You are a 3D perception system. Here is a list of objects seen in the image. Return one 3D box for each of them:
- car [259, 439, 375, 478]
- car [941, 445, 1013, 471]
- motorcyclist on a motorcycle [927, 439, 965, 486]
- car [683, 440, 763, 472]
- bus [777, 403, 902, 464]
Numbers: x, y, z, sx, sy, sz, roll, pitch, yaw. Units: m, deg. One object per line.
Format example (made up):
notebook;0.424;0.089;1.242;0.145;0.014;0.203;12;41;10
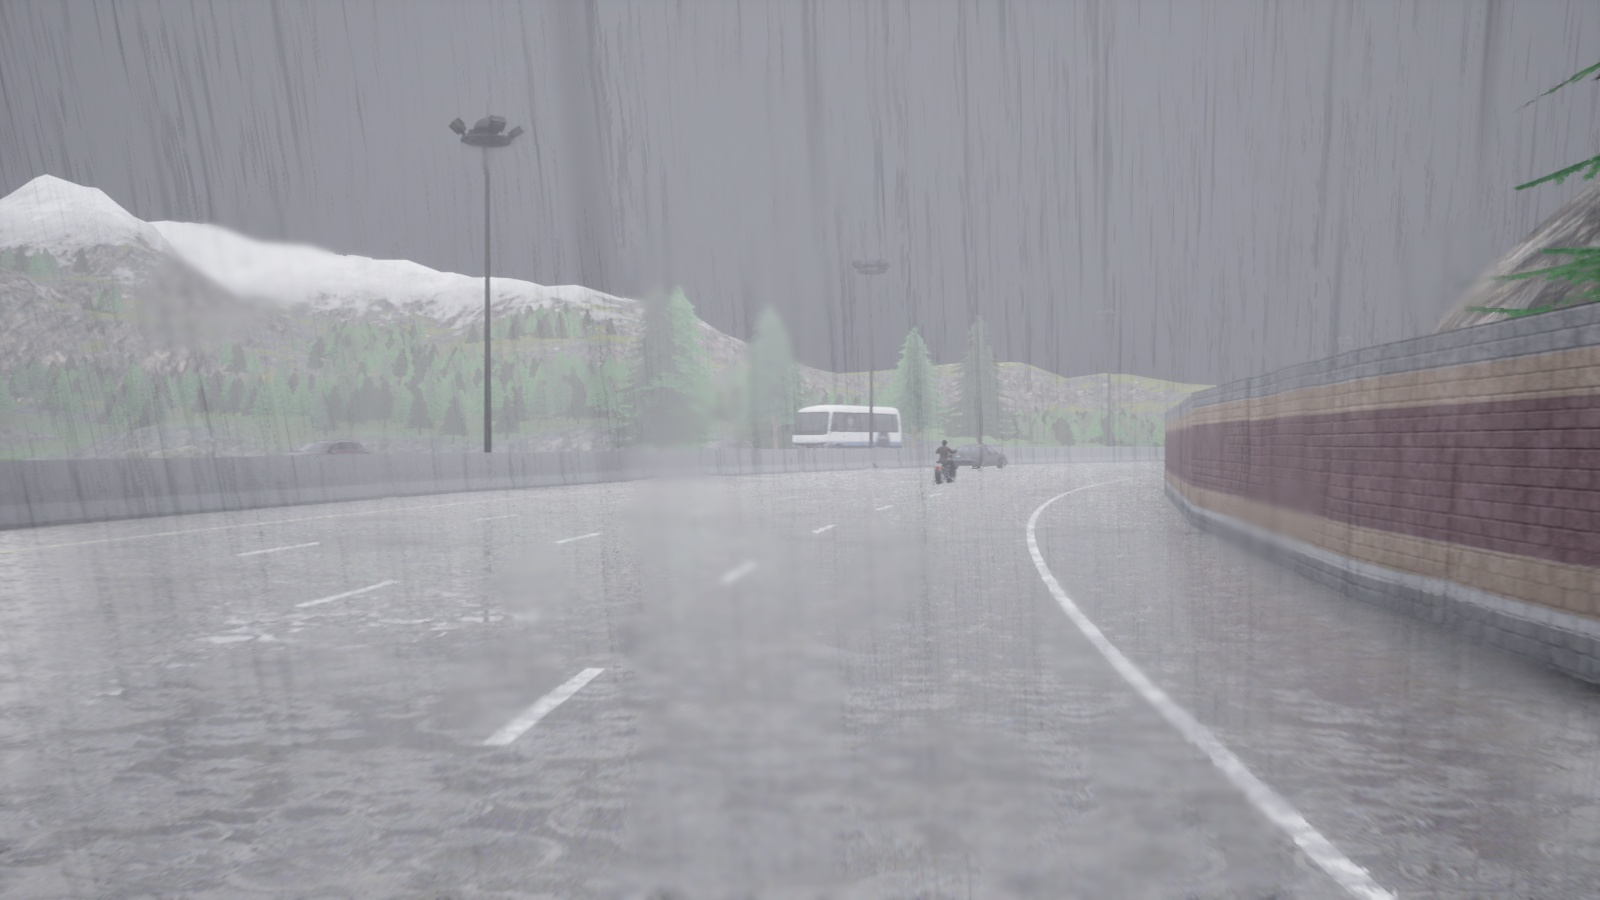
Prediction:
car;-21.064;0.341;55.015;2.033;1.649;4.856;0;0;21
car;10.095;0.404;71.348;2.033;1.411;5.357;0;0;32
motorcyclist on a motorcycle;5.337;0.445;45.763;0.766;1.649;2.350;1;0;21
car;-4.077;0.291;67.436;2.033;1.649;4.856;0;0;27
bus;3.056;-1.146;92.205;3.944;4.253;10.273;0;0;37
